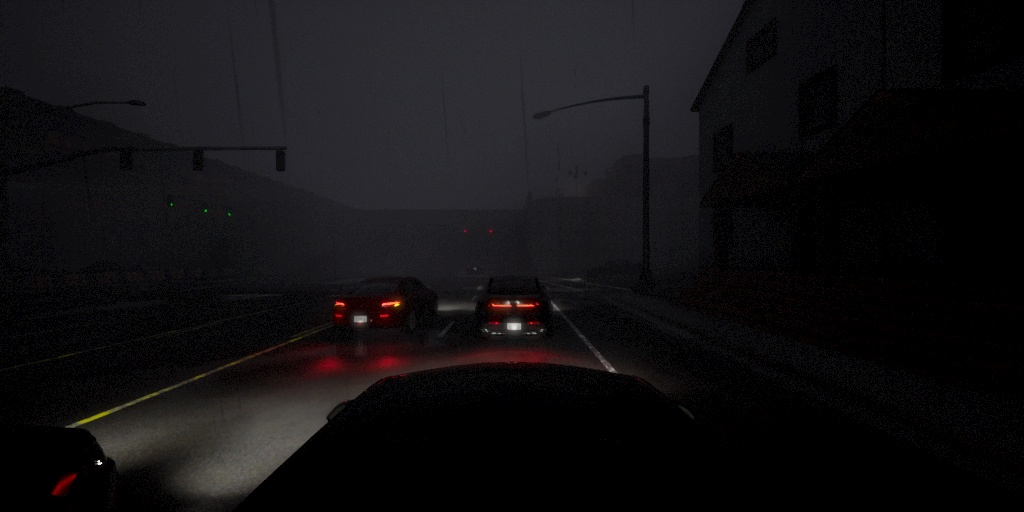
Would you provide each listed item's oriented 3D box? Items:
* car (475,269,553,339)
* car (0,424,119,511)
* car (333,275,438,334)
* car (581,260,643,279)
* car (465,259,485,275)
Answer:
[{"bbox_3d":[0.043,1.255,10.068,1.837,1.490,4.892,0,0,0],"label":"car"},{"bbox_3d":[-3.401,1.255,0.201,1.837,1.490,4.892,0,0,0],"label":"car"},{"bbox_3d":[-3.453,1.276,10.483,1.812,1.442,4.674,0,0,0],"label":"car"},{"bbox_3d":[8.621,1.044,30.409,5.357,1.411,2.033,-4,0,-1],"label":"car"},{"bbox_3d":[-4.059,1.314,39.994,1.994,1.385,4.181,0,0,-5],"label":"car"}]
